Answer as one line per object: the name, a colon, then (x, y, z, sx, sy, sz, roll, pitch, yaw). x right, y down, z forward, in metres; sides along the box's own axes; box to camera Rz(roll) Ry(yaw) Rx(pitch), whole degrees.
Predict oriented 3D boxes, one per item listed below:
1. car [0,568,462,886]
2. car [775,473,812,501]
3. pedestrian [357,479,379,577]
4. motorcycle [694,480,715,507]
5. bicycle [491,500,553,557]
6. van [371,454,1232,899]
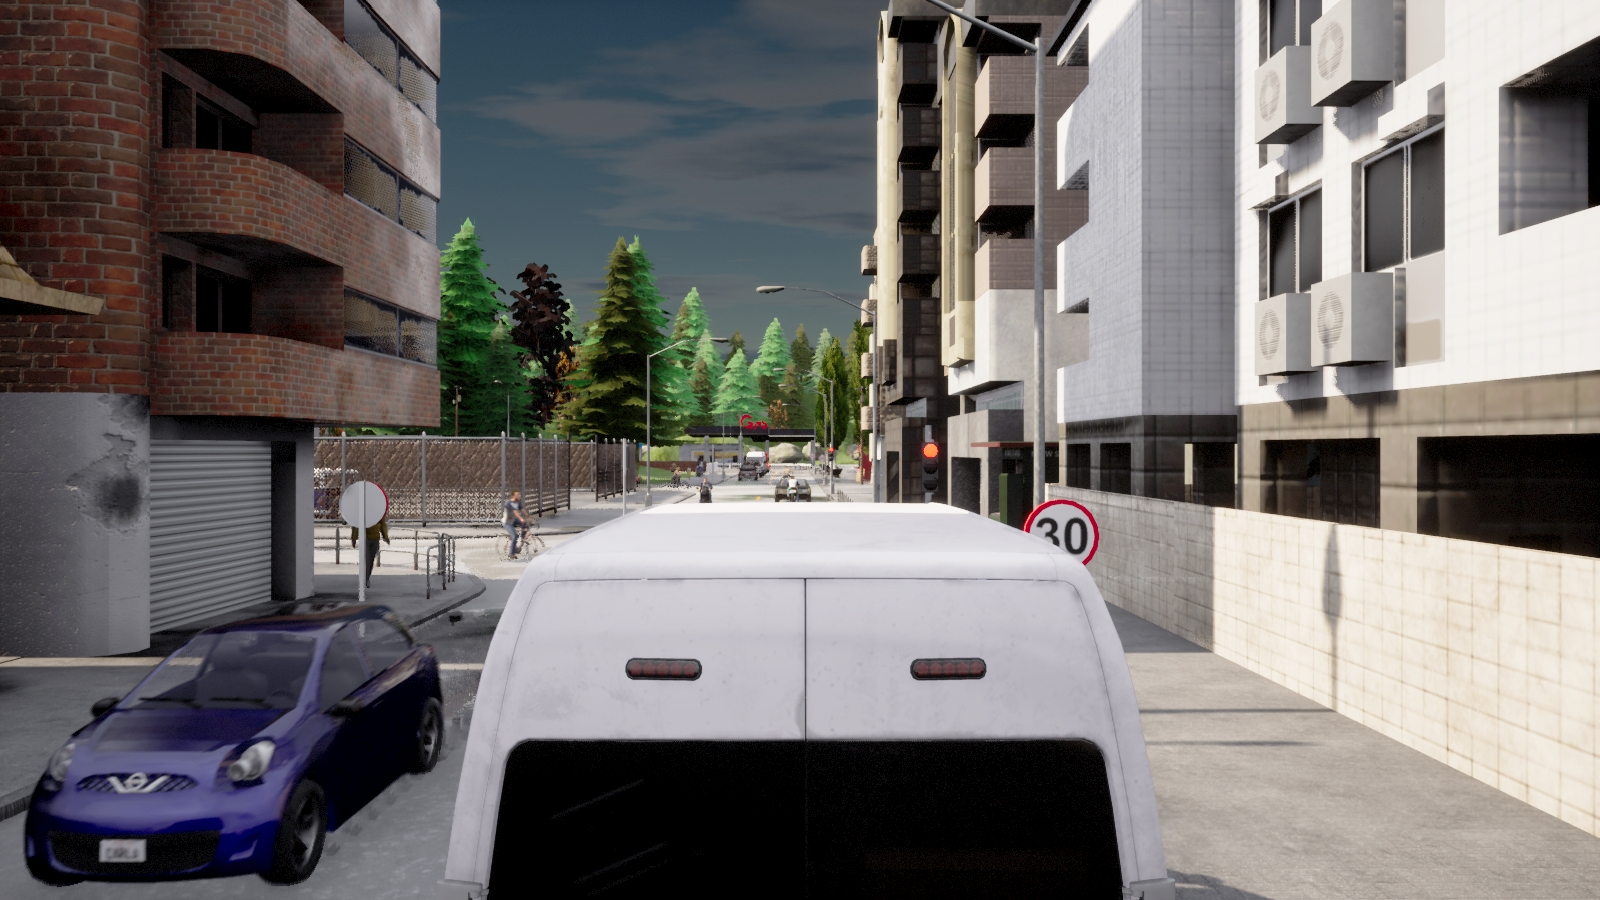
car: (-3.985, 1.815, 8.534, 1.845, 1.501, 3.633, 0, 0, 0)
car: (-0.339, 1.912, 60.159, 1.895, 1.301, 4.718, 0, 0, 0)
pedestrian: (-8.380, 1.507, 22.177, 0.375, 1.860, 0.375, 0, 0, -24)
motorcycle: (-4.334, 1.973, 52.180, 0.803, 1.145, 2.033, 0, 0, 0)
bicycle: (-6.881, 1.925, 28.231, 1.643, 1.296, 0.373, 0, 3, 29)
van: (-0.009, 1.312, 5.597, 1.988, 2.561, 5.915, 0, 0, 0)
